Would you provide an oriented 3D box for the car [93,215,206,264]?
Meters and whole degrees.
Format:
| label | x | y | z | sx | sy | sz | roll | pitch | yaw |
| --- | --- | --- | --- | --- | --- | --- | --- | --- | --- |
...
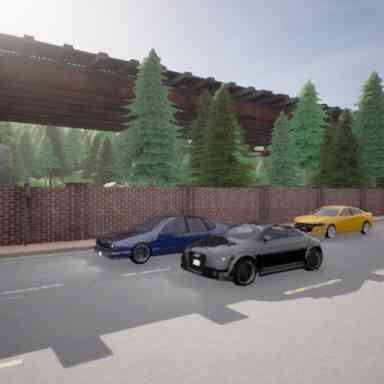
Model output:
| label | x | y | z | sx | sy | sz | roll | pitch | yaw |
| --- | --- | --- | --- | --- | --- | --- | --- | --- | --- |
| car | -0.682 | 1.546 | 11.942 | 5.357 | 1.411 | 2.033 | 0 | 0 | -34 |

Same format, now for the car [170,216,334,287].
| label | x | y | z | sx | sy | sz | roll | pitch | yaw |
| --- | --- | --- | --- | --- | --- | --- | --- | --- | --- |
| car | 1.770 | 1.561 | 9.372 | 4.181 | 1.385 | 1.994 | 0 | 0 | -34 |

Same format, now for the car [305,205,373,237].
| label | x | y | z | sx | sy | sz | roll | pitch | yaw |
| --- | --- | --- | --- | --- | --- | --- | --- | --- | --- |
| car | 7.442 | 1.474 | 17.403 | 5.008 | 1.535 | 1.882 | 0 | 0 | -34 |
